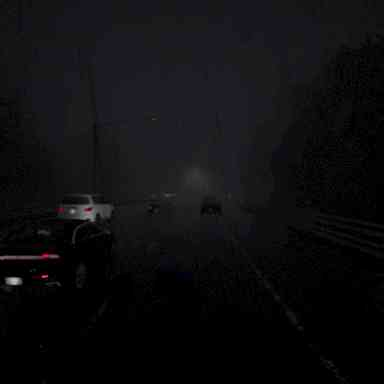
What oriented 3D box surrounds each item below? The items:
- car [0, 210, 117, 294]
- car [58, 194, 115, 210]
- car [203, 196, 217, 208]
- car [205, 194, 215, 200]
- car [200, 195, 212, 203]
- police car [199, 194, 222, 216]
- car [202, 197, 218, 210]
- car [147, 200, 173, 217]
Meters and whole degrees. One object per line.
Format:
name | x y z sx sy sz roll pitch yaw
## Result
car | -3.318 1.452 8.690 2.128 1.511 4.902 0 0 1
car | -6.566 1.129 21.210 2.150 2.045 5.566 0 0 2
car | 2.526 1.327 46.644 1.837 1.490 4.892 0 0 4
car | 4.545 1.130 82.988 2.033 1.411 5.357 0 0 6
car | 2.775 1.333 64.946 1.994 1.385 4.181 0 0 5
police car | 1.717 1.300 30.975 1.930 1.638 5.238 0 0 2
car | 2.183 1.366 40.730 1.812 1.442 4.674 0 0 3
car | -2.777 1.403 29.490 1.812 1.442 4.674 0 0 2
